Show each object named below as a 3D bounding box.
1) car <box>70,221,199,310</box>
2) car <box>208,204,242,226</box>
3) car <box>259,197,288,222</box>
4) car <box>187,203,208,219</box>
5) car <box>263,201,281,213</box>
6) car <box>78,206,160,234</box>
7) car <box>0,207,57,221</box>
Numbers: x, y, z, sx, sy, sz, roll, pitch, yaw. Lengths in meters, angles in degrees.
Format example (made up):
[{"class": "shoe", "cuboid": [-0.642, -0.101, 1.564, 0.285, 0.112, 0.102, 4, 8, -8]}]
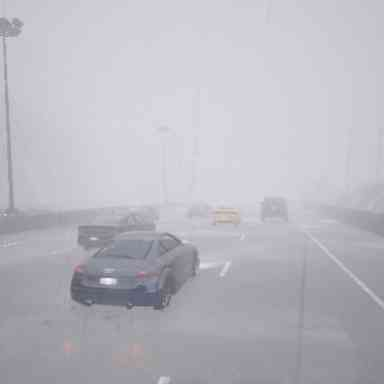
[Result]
[{"class": "car", "cuboid": [-1.114, 1.648, 8.158, 1.994, 1.385, 4.181, -1, -1, 13]}, {"class": "car", "cuboid": [2.780, 1.680, 25.599, 1.882, 1.535, 5.008, -1, -1, 13]}, {"class": "car", "cuboid": [7.070, 1.413, 28.761, 2.150, 2.045, 5.566, -1, 0, 13]}, {"class": "car", "cuboid": [0.854, 1.834, 33.027, 2.033, 1.411, 5.357, -1, -1, 13]}, {"class": "car", "cuboid": [9.864, 1.838, 41.247, 1.994, 1.385, 4.181, -1, 0, 12]}, {"class": "car", "cuboid": [-3.170, 1.643, 15.015, 1.882, 1.535, 5.008, -1, -1, 13]}, {"class": "car", "cuboid": [-14.395, 2.006, 29.889, 1.895, 1.301, 4.718, -1, -1, 13]}]
